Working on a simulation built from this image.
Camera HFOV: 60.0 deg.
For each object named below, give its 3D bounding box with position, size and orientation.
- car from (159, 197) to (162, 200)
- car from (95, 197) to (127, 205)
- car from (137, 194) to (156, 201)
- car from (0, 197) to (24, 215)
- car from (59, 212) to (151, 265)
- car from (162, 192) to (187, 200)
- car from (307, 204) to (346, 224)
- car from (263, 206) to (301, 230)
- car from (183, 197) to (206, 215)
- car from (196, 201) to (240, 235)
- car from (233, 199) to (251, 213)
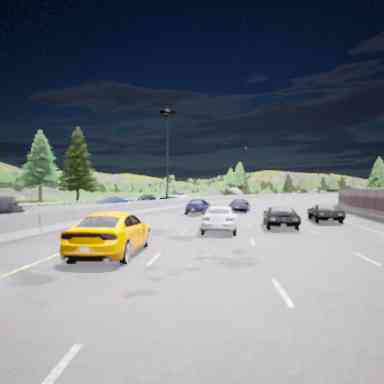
[{"bbox_3d":[-4.937,1.248,68.533,1.895,1.301,4.718,0,0,25],"label":"car"},{"bbox_3d":[-9.017,1.292,37.462,1.882,1.535,5.008,0,0,15],"label":"car"},{"bbox_3d":[-9.208,1.172,67.724,1.837,1.490,4.892,0,0,25],"label":"car"},{"bbox_3d":[-15.249,1.396,25.436,2.033,1.411,5.357,0,0,10],"label":"car"},{"bbox_3d":[-2.742,1.420,11.591,1.882,1.535,5.008,0,0,5],"label":"car"},{"bbox_3d":[-2.952,0.938,64.548,2.150,2.045,5.566,0,0,25],"label":"car"},{"bbox_3d":[9.645,1.522,24.276,1.895,1.301,4.718,0,0,11],"label":"car"},{"bbox_3d":[5.404,1.527,20.488,1.895,1.301,4.718,0,0,9],"label":"car"},{"bbox_3d":[0.619,1.390,31.992,1.812,1.442,4.674,0,0,13],"label":"car"},{"bbox_3d":[1.547,1.451,18.213,1.812,1.442,4.674,0,0,8],"label":"car"},{"bbox_3d":[5.037,1.427,35.117,1.994,1.385,4.181,0,0,15],"label":"car"}]
